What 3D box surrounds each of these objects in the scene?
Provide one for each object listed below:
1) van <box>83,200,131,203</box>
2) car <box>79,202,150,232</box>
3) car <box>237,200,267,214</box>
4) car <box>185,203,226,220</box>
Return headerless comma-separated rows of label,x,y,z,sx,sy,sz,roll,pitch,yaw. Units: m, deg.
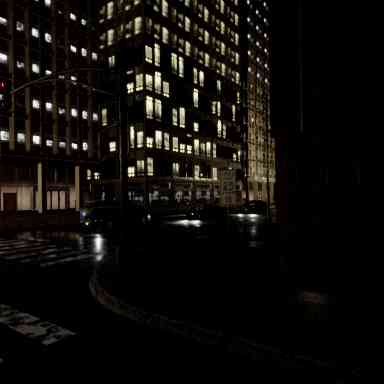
van,-6.000,1.460,23.517,1.690,1.788,3.998,-2,-1,36
car,-4.659,1.571,20.982,1.837,1.490,4.892,-1,-1,33
car,7.104,1.631,37.269,1.812,1.442,4.674,-1,-1,36
car,1.205,1.649,29.083,1.994,1.385,4.181,-1,-1,36
